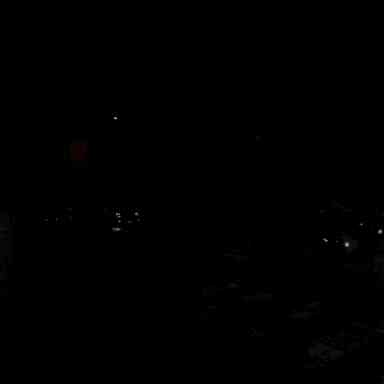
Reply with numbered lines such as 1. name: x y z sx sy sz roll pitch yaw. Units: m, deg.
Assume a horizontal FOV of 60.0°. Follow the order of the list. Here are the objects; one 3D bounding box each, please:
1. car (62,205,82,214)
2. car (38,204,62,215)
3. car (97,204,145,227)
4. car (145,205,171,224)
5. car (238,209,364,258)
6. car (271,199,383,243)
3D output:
1. car: -17.714 2.520 48.938 1.895 1.301 4.718 0 -1 -36
2. car: -20.596 2.481 47.379 2.033 1.411 5.357 0 -1 -36
3. car: -6.108 1.816 27.404 2.097 1.767 4.553 0 -1 -36
4. car: -3.675 1.968 29.583 1.837 1.490 4.892 0 -1 -36
5. car: 3.988 1.650 13.584 1.837 1.490 4.892 0 -1 -36
6. car: 6.189 1.369 16.064 2.150 2.045 5.566 -1 -1 -36
